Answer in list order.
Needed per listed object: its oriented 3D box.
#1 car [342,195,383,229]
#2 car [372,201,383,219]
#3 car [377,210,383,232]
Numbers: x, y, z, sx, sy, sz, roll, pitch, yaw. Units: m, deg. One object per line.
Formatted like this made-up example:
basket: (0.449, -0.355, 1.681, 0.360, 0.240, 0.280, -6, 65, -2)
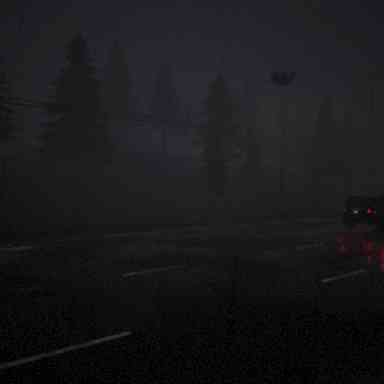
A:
car: (11.545, 1.233, 20.587, 5.566, 2.045, 2.150, 0, 0, -35)
car: (18.205, 1.544, 29.761, 4.674, 1.442, 1.812, 0, 0, -35)
car: (11.172, 1.611, 16.020, 4.718, 1.301, 1.895, 0, 0, -36)
